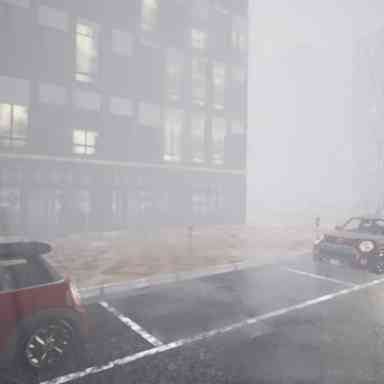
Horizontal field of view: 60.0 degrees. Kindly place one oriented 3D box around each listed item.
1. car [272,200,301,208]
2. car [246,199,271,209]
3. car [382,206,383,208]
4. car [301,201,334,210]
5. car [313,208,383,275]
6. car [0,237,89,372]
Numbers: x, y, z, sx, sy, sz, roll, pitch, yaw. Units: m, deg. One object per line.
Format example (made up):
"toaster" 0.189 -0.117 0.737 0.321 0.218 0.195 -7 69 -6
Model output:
"car" 15.983 1.953 54.849 1.887 1.381 4.507 1 -1 -35
"car" 9.137 1.803 50.017 2.008 1.369 4.403 1 -1 -35
"car" 25.802 1.883 40.958 1.947 1.339 4.313 1 -1 -35
"car" 19.256 1.960 50.218 1.802 1.307 4.206 1 -1 -35
"car" 5.691 1.480 10.603 4.097 1.590 1.967 0 1 -35
"car" -3.519 1.438 4.034 4.097 1.590 1.967 0 1 -35
